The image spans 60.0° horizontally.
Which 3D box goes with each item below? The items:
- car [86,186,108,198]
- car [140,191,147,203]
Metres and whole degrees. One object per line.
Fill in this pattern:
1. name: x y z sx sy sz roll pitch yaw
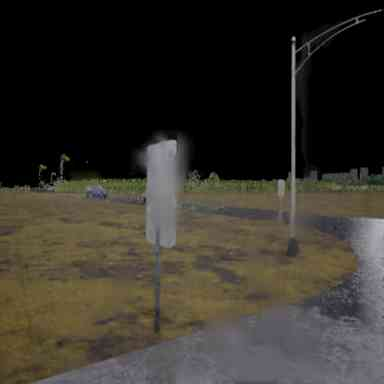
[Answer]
1. car: -15.958 -0.027 55.420 2.150 2.045 5.566 1 0 -35
2. car: -4.281 0.623 38.544 2.128 1.511 4.902 1 1 -35
